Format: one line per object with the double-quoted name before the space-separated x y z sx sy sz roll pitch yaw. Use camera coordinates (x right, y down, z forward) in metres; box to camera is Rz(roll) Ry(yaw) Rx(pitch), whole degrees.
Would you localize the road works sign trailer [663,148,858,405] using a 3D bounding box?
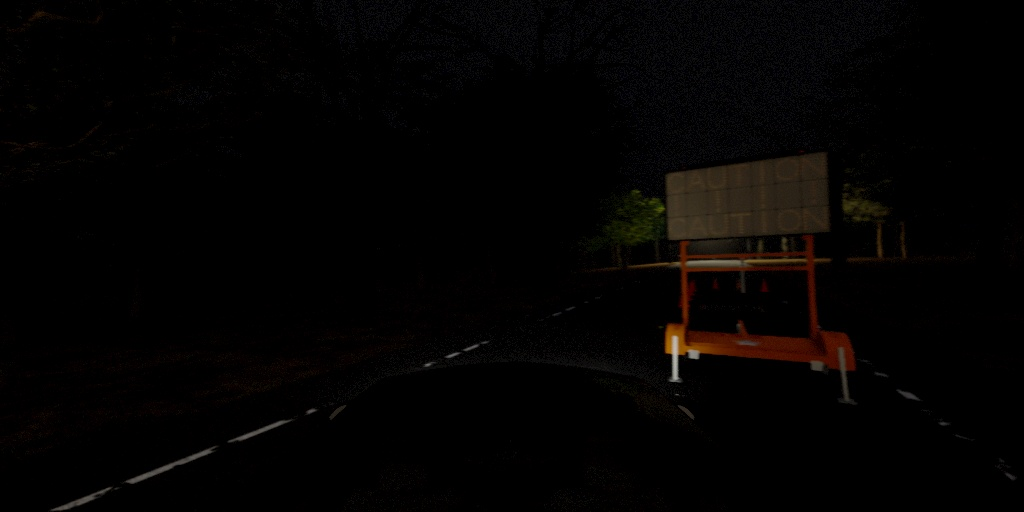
"road works sign trailer" 4.091 0.100 6.277 2.380 3.560 2.880 0 0 30
